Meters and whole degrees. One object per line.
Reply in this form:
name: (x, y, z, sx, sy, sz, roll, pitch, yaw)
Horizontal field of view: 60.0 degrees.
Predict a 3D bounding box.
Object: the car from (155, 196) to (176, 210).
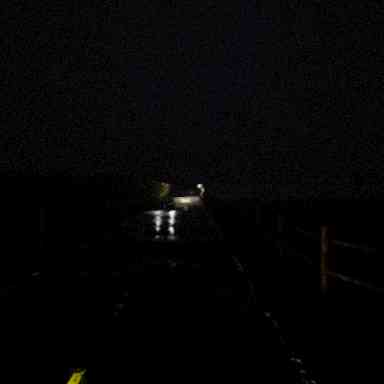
car: (-2.866, 1.182, 37.110, 1.812, 1.442, 4.674, 0, 1, 0)
